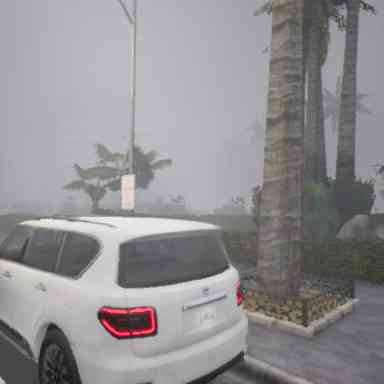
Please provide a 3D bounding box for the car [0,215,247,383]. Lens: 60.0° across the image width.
[{"bbox_3d":[-1.770,1.382,5.276,5.566,2.045,2.150,-1,-3,44],"label":"car"}]
